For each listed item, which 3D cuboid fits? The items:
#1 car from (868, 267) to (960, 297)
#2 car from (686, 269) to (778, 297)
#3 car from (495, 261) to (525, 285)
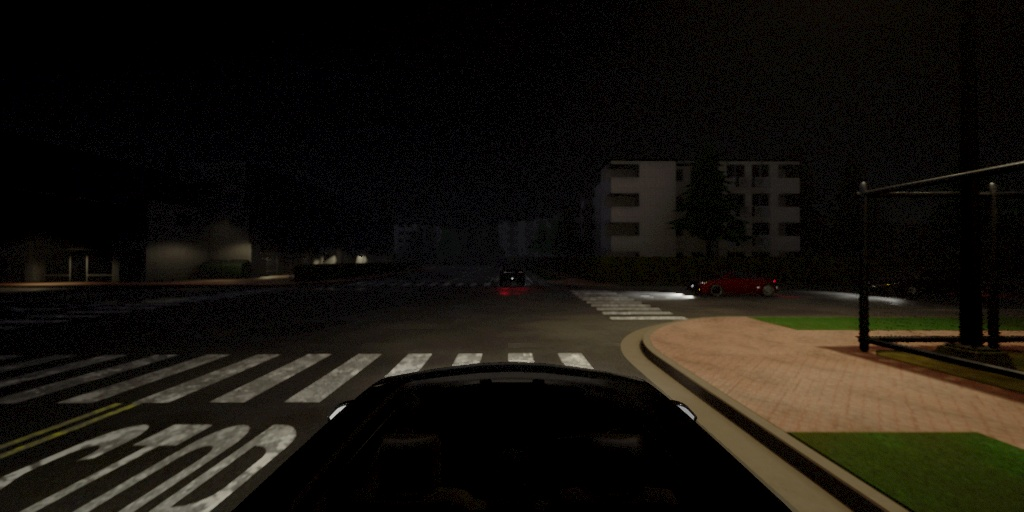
[{"bbox_3d":[21.760,1.357,19.174,4.892,1.490,1.837,0,0,0],"label":"car"},{"bbox_3d":[11.615,1.416,19.130,4.181,1.385,1.994,0,0,0],"label":"car"},{"bbox_3d":[0.009,1.422,28.291,2.128,1.511,4.902,0,0,0],"label":"car"}]
